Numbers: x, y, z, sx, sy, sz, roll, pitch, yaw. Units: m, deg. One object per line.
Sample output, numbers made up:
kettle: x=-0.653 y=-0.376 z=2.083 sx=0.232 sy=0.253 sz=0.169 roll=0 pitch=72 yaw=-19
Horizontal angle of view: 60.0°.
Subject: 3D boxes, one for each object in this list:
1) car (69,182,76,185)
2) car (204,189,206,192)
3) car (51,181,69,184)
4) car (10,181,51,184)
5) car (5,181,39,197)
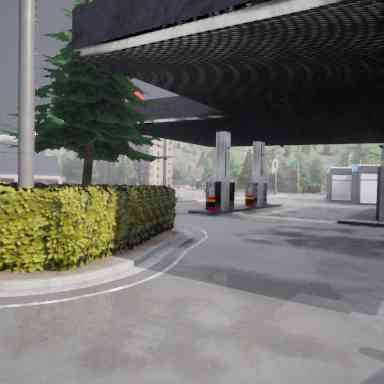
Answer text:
car: x=-25.440 y=-1.281 z=68.058 sx=4.605 sy=1.855 sz=1.932 roll=2 pitch=2 yaw=35
car: x=4.886 y=-0.326 z=65.595 sx=5.027 sy=1.636 sz=2.152 roll=2 pitch=2 yaw=35
car: x=-26.778 y=-1.255 z=65.446 sx=3.866 sy=1.878 sz=1.905 roll=2 pitch=2 yaw=35
car: x=-17.228 y=-0.176 z=35.202 sx=3.866 sy=1.878 sz=1.905 roll=2 pitch=2 yaw=35
car: x=-21.761 y=-0.462 z=42.419 sx=4.605 sy=1.855 sz=1.932 roll=2 pitch=2 yaw=35
